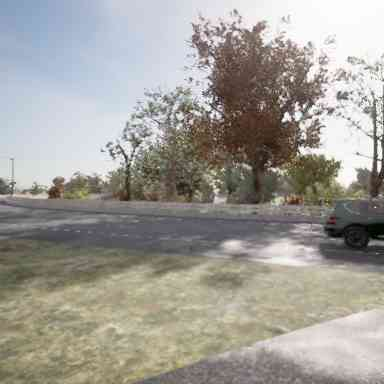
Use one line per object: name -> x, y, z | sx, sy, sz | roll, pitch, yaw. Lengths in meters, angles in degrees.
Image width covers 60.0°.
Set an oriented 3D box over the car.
car -> 8.440, 1.289, 13.786 | 5.566, 2.045, 2.150 | 0, 0, 22
